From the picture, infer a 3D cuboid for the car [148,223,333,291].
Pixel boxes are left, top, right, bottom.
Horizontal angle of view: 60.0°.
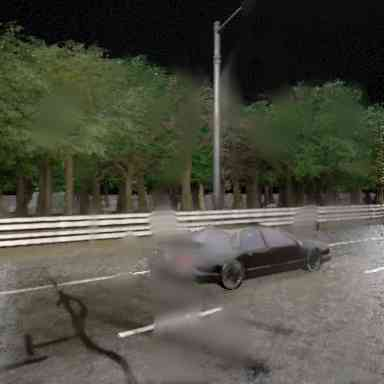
[{"bbox_3d":[1.527,1.558,9.033,5.357,1.411,2.033,0,0,-34],"label":"car"}]
